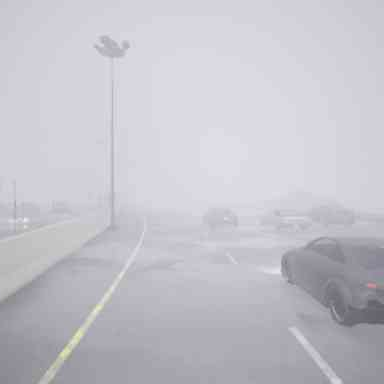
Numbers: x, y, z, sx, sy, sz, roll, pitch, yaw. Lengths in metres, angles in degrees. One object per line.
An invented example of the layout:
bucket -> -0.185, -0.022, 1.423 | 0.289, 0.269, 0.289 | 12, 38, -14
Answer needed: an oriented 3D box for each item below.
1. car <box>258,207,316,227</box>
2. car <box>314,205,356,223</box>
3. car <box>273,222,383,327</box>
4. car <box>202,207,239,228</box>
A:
car -> 5.795, 1.724, 21.434 | 1.895, 1.301, 4.718 | 0, 0, -6
car -> 9.139, 1.607, 22.806 | 2.128, 1.511, 4.902 | 0, 0, -6
car -> 3.376, 1.598, 7.132 | 1.994, 1.385, 4.181 | 0, 0, -2
car -> 1.949, 1.724, 23.837 | 1.994, 1.385, 4.181 | 0, 0, -7
